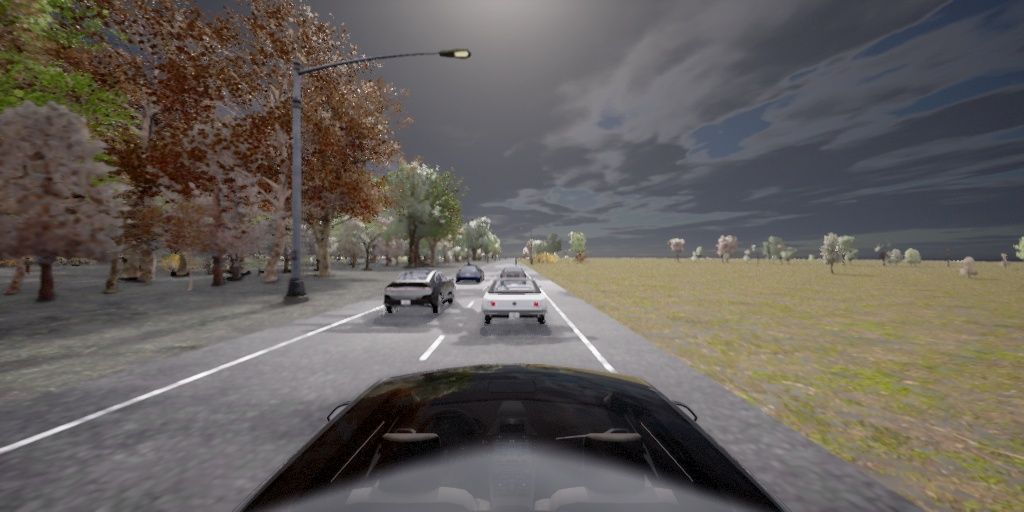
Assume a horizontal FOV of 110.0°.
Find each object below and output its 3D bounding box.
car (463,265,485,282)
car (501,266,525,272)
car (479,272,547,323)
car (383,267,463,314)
[{"bbox_3d":[-3.408,1.423,29.771,1.994,1.385,4.181,0,0,0],"label":"car"},{"bbox_3d":[0.085,1.451,27.469,1.895,1.301,4.718,0,0,0],"label":"car"},{"bbox_3d":[0.083,1.392,12.326,1.895,1.301,4.718,0,0,0],"label":"car"},{"bbox_3d":[-3.413,1.289,13.965,2.128,1.511,4.902,0,0,0],"label":"car"}]
